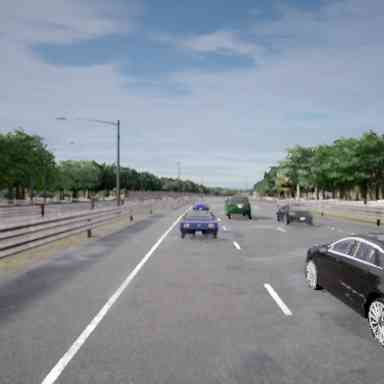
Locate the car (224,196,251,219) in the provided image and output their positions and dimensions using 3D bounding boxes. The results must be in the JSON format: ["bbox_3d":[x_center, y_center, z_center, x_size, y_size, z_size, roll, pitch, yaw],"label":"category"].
[{"bbox_3d":[4.301,1.393,31.688,2.150,2.045,5.566,0,0,2],"label":"car"}]

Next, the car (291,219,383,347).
[{"bbox_3d":[3.674,1.525,6.266,2.128,1.511,4.902,0,0,1],"label":"car"}]

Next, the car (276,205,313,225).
[{"bbox_3d":[7.577,1.661,24.872,1.812,1.442,4.674,0,0,2],"label":"car"}]

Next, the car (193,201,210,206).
[{"bbox_3d":[1.057,1.735,38.415,1.812,1.442,4.674,0,-1,3],"label":"car"}]

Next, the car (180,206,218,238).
[{"bbox_3d":[0.395,1.698,18.398,1.895,1.301,4.718,0,0,1],"label":"car"}]
